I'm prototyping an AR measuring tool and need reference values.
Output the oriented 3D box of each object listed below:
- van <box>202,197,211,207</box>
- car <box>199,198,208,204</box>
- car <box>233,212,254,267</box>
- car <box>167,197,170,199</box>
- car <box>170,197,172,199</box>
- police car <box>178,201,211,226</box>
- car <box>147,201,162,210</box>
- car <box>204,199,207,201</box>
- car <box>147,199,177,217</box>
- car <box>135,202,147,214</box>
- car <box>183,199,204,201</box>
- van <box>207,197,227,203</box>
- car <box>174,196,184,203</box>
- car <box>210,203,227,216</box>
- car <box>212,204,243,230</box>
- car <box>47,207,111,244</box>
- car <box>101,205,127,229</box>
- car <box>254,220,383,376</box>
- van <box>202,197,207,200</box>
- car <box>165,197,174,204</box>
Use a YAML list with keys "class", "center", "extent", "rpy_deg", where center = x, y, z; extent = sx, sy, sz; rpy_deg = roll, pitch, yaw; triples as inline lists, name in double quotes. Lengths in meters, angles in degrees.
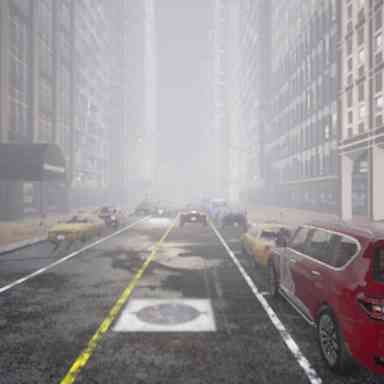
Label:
- class: "van"
  center: [2.698, 1.861, 62.618]
  extent: [1.690, 1.788, 3.998]
  rpy_deg: [0, 0, 0]
- class: "car"
  center: [2.701, 2.209, 79.712]
  extent: [1.947, 1.339, 4.313]
  rpy_deg: [0, 0, 0]
- class: "car"
  center: [2.690, 1.632, 11.501]
  extent: [1.752, 1.417, 4.829]
  rpy_deg: [0, -1, 0]
- class: "car"
  center: [-5.682, 2.065, 62.619]
  extent: [1.887, 1.381, 4.507]
  rpy_deg: [0, 0, 0]
- class: "car"
  center: [-5.681, 2.145, 68.317]
  extent: [1.802, 1.307, 4.206]
  rpy_deg: [0, 0, 0]
- class: "police car"
  center: [0.106, 1.738, 25.837]
  extent: [2.038, 1.542, 4.974]
  rpy_deg: [0, 0, 0]
- class: "car"
  center: [-5.684, 2.015, 51.222]
  extent: [1.802, 1.307, 4.206]
  rpy_deg: [0, 0, 0]
- class: "car"
  center: [2.695, 1.889, 39.823]
  extent: [1.887, 1.381, 4.507]
  rpy_deg: [0, 0, 0]
- class: "car"
  center: [-3.090, 1.800, 35.332]
  extent: [2.128, 1.511, 4.902]
  rpy_deg: [0, 0, 0]
- class: "car"
  center: [-5.686, 1.911, 39.826]
  extent: [1.947, 1.339, 4.313]
  rpy_deg: [0, 0, 0]
- class: "car"
  center: [0.107, 1.926, 42.225]
  extent: [1.994, 1.385, 4.181]
  rpy_deg: [0, 0, 0]
- class: "van"
  center: [2.694, 1.640, 34.127]
  extent: [1.690, 1.788, 3.998]
  rpy_deg: [0, 0, 0]
- class: "car"
  center: [-2.989, 1.839, 76.516]
  extent: [2.150, 2.045, 5.566]
  rpy_deg: [0, 0, 0]
- class: "car"
  center: [2.693, 1.834, 28.427]
  extent: [1.802, 1.307, 4.206]
  rpy_deg: [0, 0, 0]
- class: "car"
  center: [2.692, 1.755, 22.730]
  extent: [2.008, 1.369, 4.403]
  rpy_deg: [0, 0, 0]
- class: "car"
  center: [-5.690, 1.680, 16.863]
  extent: [1.752, 1.417, 4.829]
  rpy_deg: [0, -1, 0]
- class: "car"
  center: [-5.689, 1.646, 22.734]
  extent: [1.967, 1.590, 4.097]
  rpy_deg: [0, -1, 0]
- class: "car"
  center: [2.689, 1.368, 5.635]
  extent: [2.192, 1.841, 5.009]
  rpy_deg: [0, -1, 0]
- class: "van"
  center: [2.697, 1.818, 56.919]
  extent: [1.690, 1.788, 3.998]
  rpy_deg: [0, 0, 0]
- class: "car"
  center: [-5.679, 2.124, 85.413]
  extent: [1.967, 1.590, 4.097]
  rpy_deg: [0, 0, 0]
